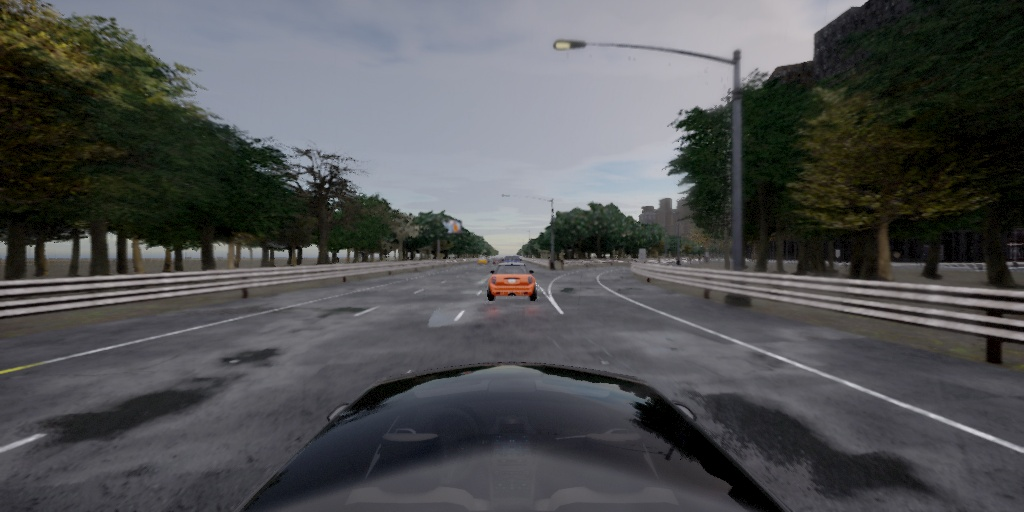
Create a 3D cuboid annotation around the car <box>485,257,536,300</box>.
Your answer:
[{"bbox_3d":[0.000,1.102,17.621,2.097,1.767,4.553,0,0,0],"label":"car"}]
